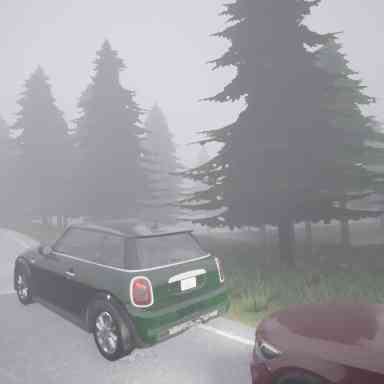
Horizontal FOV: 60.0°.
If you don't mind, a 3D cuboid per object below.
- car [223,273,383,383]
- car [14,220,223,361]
[{"bbox_3d":[2.747,1.531,2.596,4.674,1.442,1.812,1,0,36],"label":"car"},{"bbox_3d":[-1.578,1.308,6.221,4.553,1.767,2.097,1,1,44],"label":"car"}]
